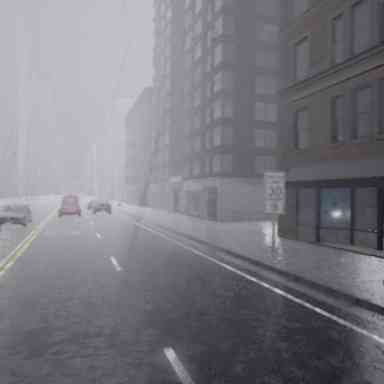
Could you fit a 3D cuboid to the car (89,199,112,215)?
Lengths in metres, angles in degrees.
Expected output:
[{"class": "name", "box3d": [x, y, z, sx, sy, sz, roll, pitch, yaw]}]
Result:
[{"class": "car", "box3d": [-9.834, 1.624, 36.218, 1.837, 1.490, 4.892, 1, 0, -19]}]

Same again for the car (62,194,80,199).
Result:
[{"class": "car", "box3d": [-16.592, 1.320, 45.625, 2.150, 2.045, 5.566, 1, 0, -20]}]

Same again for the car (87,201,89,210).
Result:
[{"class": "car", "box3d": [-13.438, 1.705, 46.209, 1.994, 1.385, 4.181, 1, 0, -19]}]

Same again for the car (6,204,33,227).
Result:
[{"class": "car", "box3d": [-12.083, 1.549, 22.848, 2.033, 1.411, 5.357, 1, 0, -20]}]

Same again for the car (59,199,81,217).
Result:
[{"class": "car", "box3d": [-11.750, 1.629, 32.118, 1.994, 1.385, 4.181, 1, -1, -20]}]

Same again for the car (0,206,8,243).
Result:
[{"class": "car", "box3d": [-8.014, 1.455, 11.478, 1.882, 1.535, 5.008, 1, 0, -20]}]
